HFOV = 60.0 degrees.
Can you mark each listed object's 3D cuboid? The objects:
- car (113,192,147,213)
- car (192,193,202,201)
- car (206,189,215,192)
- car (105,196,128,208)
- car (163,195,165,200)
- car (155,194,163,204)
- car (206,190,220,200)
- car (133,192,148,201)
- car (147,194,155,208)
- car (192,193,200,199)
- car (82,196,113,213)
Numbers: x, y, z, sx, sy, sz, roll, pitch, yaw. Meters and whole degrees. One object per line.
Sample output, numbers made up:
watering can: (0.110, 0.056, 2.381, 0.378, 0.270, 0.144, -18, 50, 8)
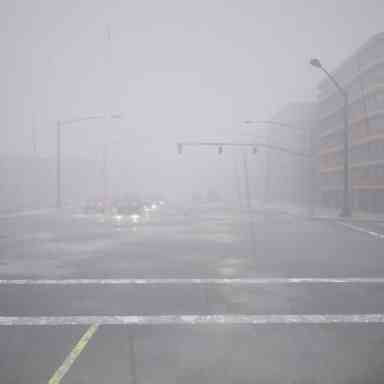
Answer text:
car: (-6.335, 1.226, 34.463, 2.097, 1.767, 4.553, 0, 1, 0)
car: (0.947, 0.888, 62.763, 1.882, 1.535, 5.008, 0, 1, 0)
car: (4.387, 0.425, 75.867, 2.150, 2.045, 5.566, 0, 1, 0)
car: (-9.808, 1.314, 43.449, 1.994, 1.385, 4.181, 0, 1, 0)
car: (-6.208, 1.012, 62.756, 1.895, 1.301, 4.718, 0, 1, 1)
car: (-6.276, 1.080, 52.627, 2.128, 1.511, 4.902, 0, 1, 0)
car: (4.457, 0.919, 65.884, 1.994, 1.385, 4.181, 0, 1, 0)
car: (-9.702, 0.896, 63.144, 2.128, 1.511, 4.902, 0, 1, 1)
car: (-6.309, 1.277, 43.346, 1.812, 1.442, 4.674, 0, 1, 0)
car: (0.886, 0.792, 76.127, 1.895, 1.301, 4.718, 0, 1, 0)
car: (-9.833, 1.225, 34.806, 2.097, 1.767, 4.553, 0, 1, 0)
